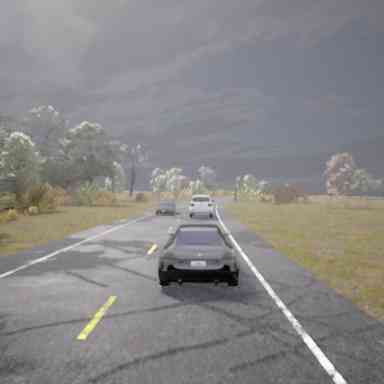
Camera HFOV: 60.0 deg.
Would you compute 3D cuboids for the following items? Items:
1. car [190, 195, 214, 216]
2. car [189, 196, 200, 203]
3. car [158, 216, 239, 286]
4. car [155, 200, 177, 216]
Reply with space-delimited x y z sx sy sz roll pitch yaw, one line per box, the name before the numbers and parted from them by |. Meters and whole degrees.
car | 0.945 1.355 32.694 2.150 2.045 5.566 0 0 3
car | 0.660 1.732 75.119 2.128 1.511 4.902 0 0 6
car | 0.190 1.608 9.604 1.994 1.385 4.181 0 0 1
car | -2.649 1.647 34.665 1.837 1.490 4.892 0 0 3
